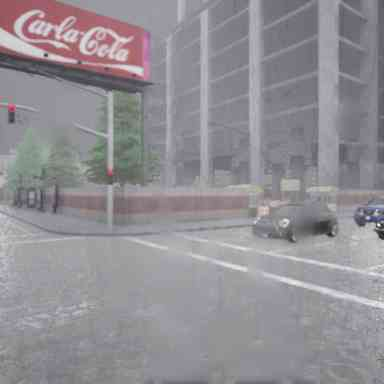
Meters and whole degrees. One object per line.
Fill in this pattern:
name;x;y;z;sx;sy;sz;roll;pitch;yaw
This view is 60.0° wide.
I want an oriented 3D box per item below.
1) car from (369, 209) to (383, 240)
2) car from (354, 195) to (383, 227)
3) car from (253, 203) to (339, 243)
car;10.736;1.601;15.937;4.718;1.301;1.895;0;0;-35
car;12.914;1.221;21.763;5.566;2.045;2.150;0;0;-35
car;5.097;1.352;16.217;4.553;1.767;2.097;0;0;-36
